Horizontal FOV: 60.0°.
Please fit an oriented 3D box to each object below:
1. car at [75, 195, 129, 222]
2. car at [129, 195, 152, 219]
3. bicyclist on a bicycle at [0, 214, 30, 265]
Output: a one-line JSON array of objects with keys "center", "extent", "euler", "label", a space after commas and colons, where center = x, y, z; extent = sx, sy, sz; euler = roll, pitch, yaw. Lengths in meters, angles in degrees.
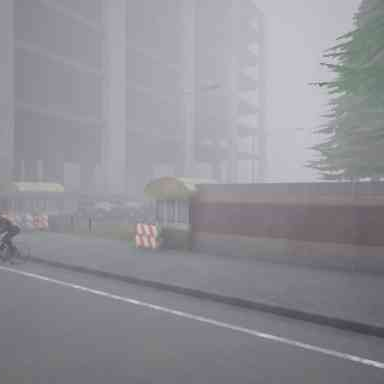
[{"center": [-6.853, 1.160, 24.470], "extent": [3.866, 1.878, 1.905], "euler": [0, 0, 35], "label": "car"}, {"center": [-5.170, 1.160, 26.882], "extent": [3.866, 1.878, 1.905], "euler": [0, 0, 35], "label": "car"}, {"center": [-5.527, 1.408, 9.693], "extent": [0.582, 1.620, 1.656], "euler": [0, 0, 35], "label": "bicyclist on a bicycle"}]
